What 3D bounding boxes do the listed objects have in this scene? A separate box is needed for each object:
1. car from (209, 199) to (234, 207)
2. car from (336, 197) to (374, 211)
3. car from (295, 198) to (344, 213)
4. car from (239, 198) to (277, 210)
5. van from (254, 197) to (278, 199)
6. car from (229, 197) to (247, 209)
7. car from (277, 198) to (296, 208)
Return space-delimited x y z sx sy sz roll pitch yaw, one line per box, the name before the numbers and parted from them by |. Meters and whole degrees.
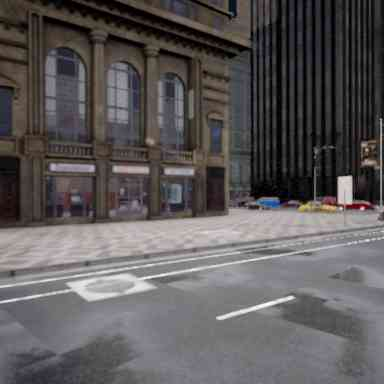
car | 5.549 2.070 63.300 1.882 1.535 5.008 0 -1 -35
car | 22.050 1.790 44.759 1.887 1.381 4.507 -1 0 -35
car | 15.189 1.812 39.693 1.752 1.417 4.829 -1 0 -35
car | 9.435 1.972 47.799 2.008 1.369 4.403 -1 0 -35
van | 13.225 1.793 57.213 1.690 1.788 3.998 -1 0 -35
car | 6.552 2.073 56.522 2.033 1.411 5.357 0 -1 -35
car | 16.171 1.965 53.062 1.802 1.307 4.206 -1 0 -35
